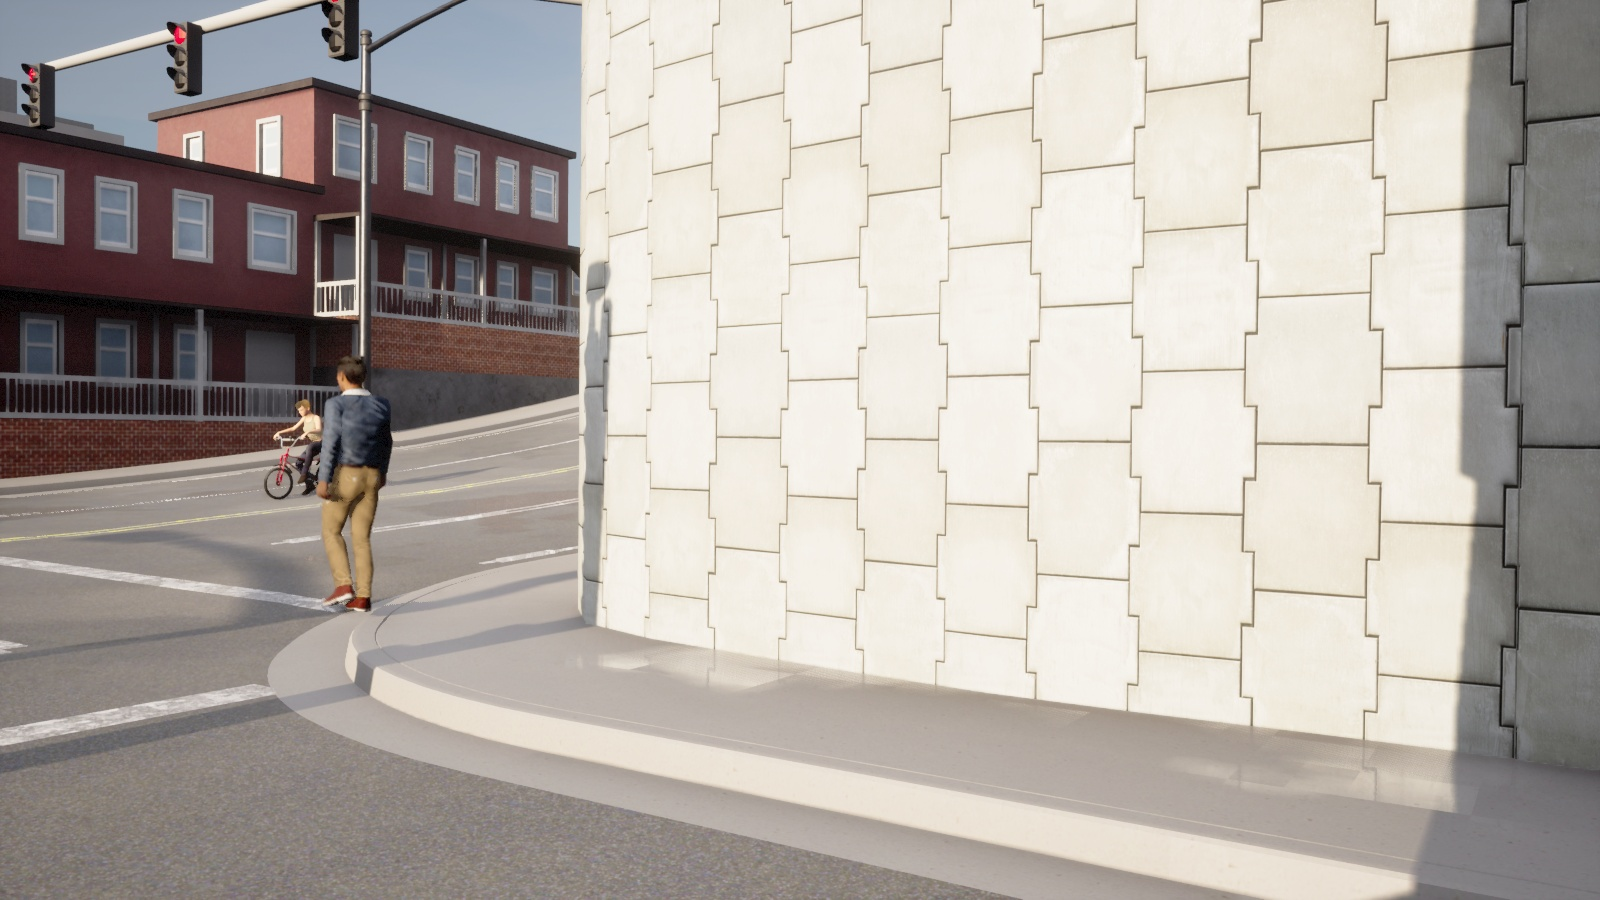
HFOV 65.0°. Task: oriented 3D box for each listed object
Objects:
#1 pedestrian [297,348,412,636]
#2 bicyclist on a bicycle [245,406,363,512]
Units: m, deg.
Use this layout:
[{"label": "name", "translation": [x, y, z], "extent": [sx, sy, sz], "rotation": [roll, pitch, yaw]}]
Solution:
[{"label": "pedestrian", "translation": [-3.169, 0.282, 8.919], "extent": [0.788, 1.949, 0.423], "rotation": [0, 1, 42]}, {"label": "bicyclist on a bicycle", "translation": [-8.249, 0.120, 20.941], "extent": [0.866, 1.612, 1.509], "rotation": [0, 5, 33]}]
